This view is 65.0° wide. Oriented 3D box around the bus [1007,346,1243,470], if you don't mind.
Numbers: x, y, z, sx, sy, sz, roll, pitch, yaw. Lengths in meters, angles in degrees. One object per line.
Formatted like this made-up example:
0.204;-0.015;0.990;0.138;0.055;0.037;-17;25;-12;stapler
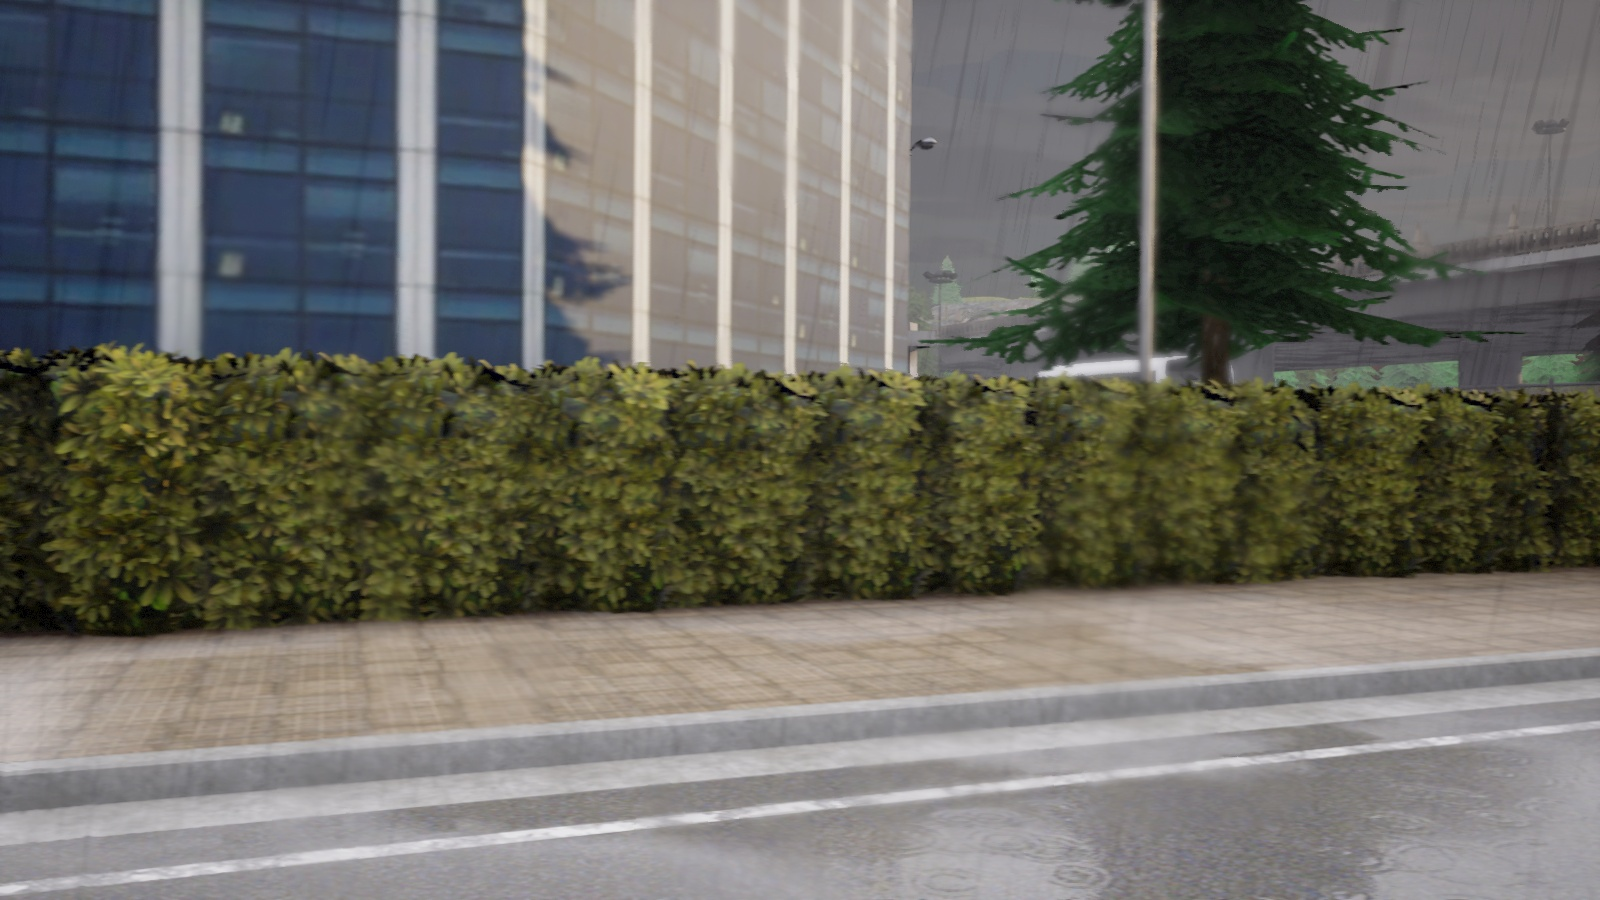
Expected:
12.161;-1.555;48.533;3.944;4.253;10.273;-1;1;-18;bus
